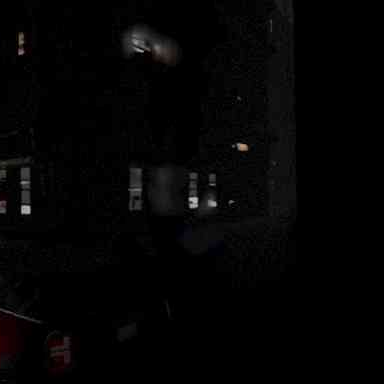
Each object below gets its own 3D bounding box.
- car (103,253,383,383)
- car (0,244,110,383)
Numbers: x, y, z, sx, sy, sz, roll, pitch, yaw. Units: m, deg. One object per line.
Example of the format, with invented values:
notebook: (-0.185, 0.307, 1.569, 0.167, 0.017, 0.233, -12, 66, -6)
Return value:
car: (2.173, 1.318, 1.347, 5.009, 1.841, 2.192, 0, -1, 36)
car: (-2.232, 1.432, 4.483, 4.097, 1.590, 1.967, 0, -1, 36)
